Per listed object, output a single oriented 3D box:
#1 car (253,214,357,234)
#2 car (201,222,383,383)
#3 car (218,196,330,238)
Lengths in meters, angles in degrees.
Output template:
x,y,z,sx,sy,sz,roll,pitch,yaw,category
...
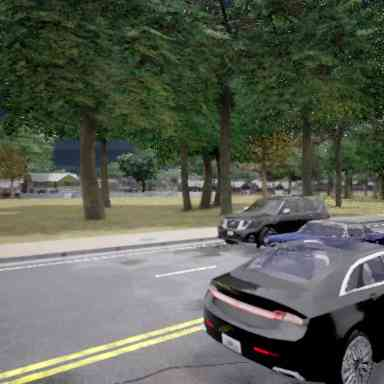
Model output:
x,y,z,sx,sy,sz,roll,pitch,yaw,category
4.427,1.602,10.839,4.718,1.301,1.895,0,0,-35,car
2.418,1.492,5.165,4.902,1.511,2.128,0,0,-36,car
3.716,1.223,14.323,5.566,2.045,2.150,0,0,-35,car
